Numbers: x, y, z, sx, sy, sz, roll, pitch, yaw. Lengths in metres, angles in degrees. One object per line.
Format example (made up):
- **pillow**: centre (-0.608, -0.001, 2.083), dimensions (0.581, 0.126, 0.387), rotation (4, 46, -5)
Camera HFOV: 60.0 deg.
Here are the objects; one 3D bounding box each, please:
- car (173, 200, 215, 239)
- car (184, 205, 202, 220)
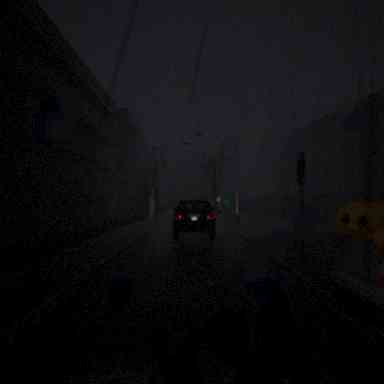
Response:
- **car**: centre (0.085, 1.441, 18.787), dimensions (2.150, 2.045, 5.566), rotation (0, -1, 0)
- **car**: centre (0.098, 2.258, 36.964), dimensions (1.882, 1.535, 5.008), rotation (0, -2, 0)
